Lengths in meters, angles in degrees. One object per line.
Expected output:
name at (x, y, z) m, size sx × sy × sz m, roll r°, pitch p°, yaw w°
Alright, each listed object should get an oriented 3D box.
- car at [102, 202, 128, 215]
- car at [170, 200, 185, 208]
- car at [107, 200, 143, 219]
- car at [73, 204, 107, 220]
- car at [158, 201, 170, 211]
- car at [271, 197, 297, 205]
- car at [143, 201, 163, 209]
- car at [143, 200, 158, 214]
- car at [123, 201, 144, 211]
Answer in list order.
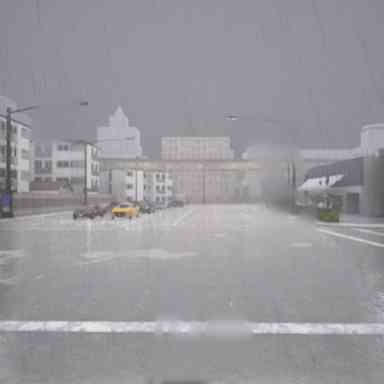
car at (-9.541, 1.989, 41.664) m, size 1.812 × 1.442 × 4.674 m, roll 0°, pitch -1°, yaw 5°
car at (-2.953, 2.226, 61.634) m, size 1.837 × 1.490 × 4.892 m, roll 0°, pitch -1°, yaw 22°
car at (-6.489, 1.826, 32.806) m, size 1.882 × 1.535 × 5.008 m, roll 0°, pitch -1°, yaw 3°
car at (-10.005, 1.871, 32.575) m, size 1.812 × 1.442 × 4.674 m, roll 0°, pitch -1°, yaw 3°
car at (-5.206, 2.193, 51.682) m, size 1.895 × 1.301 × 4.718 m, roll 0°, pitch -1°, yaw 7°
car at (19.208, 2.053, 69.777) m, size 5.566 × 2.045 × 2.150 m, roll 0°, pitch -1°, yaw -19°
car at (-7.034, 2.310, 60.715) m, size 1.895 × 1.301 × 4.718 m, roll 0°, pitch -1°, yaw 18°
car at (-5.988, 1.816, 41.775) m, size 2.097 × 1.767 × 4.553 m, roll 0°, pitch -1°, yaw 4°
car at (-8.804, 2.084, 50.669) m, size 1.837 × 1.490 × 4.892 m, roll 0°, pitch -1°, yaw 6°
